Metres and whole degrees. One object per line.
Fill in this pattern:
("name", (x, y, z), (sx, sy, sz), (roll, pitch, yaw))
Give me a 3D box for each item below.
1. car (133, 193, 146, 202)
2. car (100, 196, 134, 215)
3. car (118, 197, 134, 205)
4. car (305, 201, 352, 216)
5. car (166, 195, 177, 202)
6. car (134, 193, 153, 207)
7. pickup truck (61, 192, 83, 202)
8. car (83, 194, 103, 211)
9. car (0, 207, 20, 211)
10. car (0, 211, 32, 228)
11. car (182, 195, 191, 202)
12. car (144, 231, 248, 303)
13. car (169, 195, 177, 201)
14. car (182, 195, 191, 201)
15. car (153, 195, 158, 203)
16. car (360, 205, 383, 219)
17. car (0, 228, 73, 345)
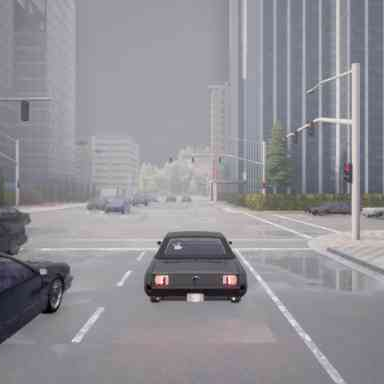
("car", (-11.730, 1.215, 74.492), (2.150, 2.045, 5.566), (0, 0, -1))
("car", (-7.649, 1.477, 34.392), (1.882, 1.535, 5.008), (0, 0, -1))
("car", (-11.555, 1.564, 58.133), (1.994, 1.385, 4.181), (0, 0, -1))
("car", (13.582, 1.547, 31.573), (5.357, 1.411, 2.033), (0, 0, -3))
("car", (-4.721, 1.500, 74.548), (1.837, 1.490, 4.892), (0, 0, -1))
("car", (-7.977, 1.223, 52.160), (2.150, 2.045, 5.566), (0, 0, -1))
("pickup truck", (-24.771, 1.058, 69.220), (2.390, 2.098, 6.274), (0, 0, 30))
("car", (-11.283, 1.352, 40.560), (2.097, 1.767, 4.553), (0, 0, -1))
("car", (-10.761, 1.548, 18.237), (2.033, 1.411, 5.357), (0, 0, -1))
("car", (-7.132, 1.547, 10.390), (2.033, 1.411, 5.357), (0, 0, -1))
("car", (-1.231, 1.553, 75.009), (1.994, 1.385, 4.181), (0, 0, -1))
("car", (0.066, 1.601, 8.164), (1.895, 1.301, 4.718), (0, 0, 0))
("car", (-4.888, 1.524, 84.716), (1.812, 1.442, 4.674), (0, 0, -1))
("car", (-1.389, 1.540, 84.784), (2.033, 1.411, 5.357), (0, 0, -1))
("car", (-8.142, 1.354, 68.439), (2.097, 1.767, 4.553), (0, 0, -1))
("car", (16.937, 1.601, 28.066), (4.718, 1.301, 1.895), (0, 0, 0))
("car", (-3.436, 1.547, 4.568), (2.033, 1.411, 5.357), (0, 0, 0))
